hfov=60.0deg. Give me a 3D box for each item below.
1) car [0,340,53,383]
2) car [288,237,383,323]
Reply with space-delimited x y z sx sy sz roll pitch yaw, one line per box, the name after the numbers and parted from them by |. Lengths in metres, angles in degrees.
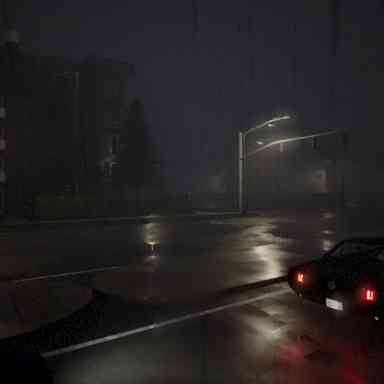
-3.116 1.526 1.538 4.674 1.442 1.812 0 0 -36 | car
4.205 1.601 6.863 4.718 1.301 1.895 0 0 -35 | car
